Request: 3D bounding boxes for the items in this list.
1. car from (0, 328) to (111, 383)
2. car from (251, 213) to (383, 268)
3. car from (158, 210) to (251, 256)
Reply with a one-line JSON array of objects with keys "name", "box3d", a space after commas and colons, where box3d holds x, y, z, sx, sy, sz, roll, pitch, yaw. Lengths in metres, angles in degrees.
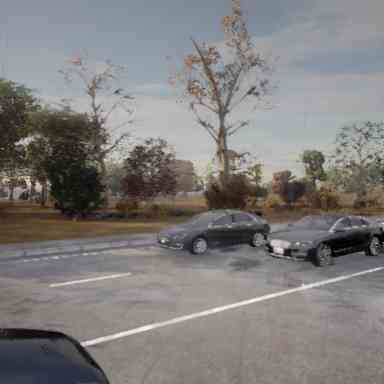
[{"name": "car", "box3d": [-2.507, 1.558, 1.881, 4.181, 1.385, 1.994, 0, 0, -36]}, {"name": "car", "box3d": [4.629, 1.485, 11.372, 4.902, 1.511, 2.128, 0, 0, -34]}, {"name": "car", "box3d": [0.987, 1.491, 13.129, 4.892, 1.490, 1.837, 0, 0, -34]}]
